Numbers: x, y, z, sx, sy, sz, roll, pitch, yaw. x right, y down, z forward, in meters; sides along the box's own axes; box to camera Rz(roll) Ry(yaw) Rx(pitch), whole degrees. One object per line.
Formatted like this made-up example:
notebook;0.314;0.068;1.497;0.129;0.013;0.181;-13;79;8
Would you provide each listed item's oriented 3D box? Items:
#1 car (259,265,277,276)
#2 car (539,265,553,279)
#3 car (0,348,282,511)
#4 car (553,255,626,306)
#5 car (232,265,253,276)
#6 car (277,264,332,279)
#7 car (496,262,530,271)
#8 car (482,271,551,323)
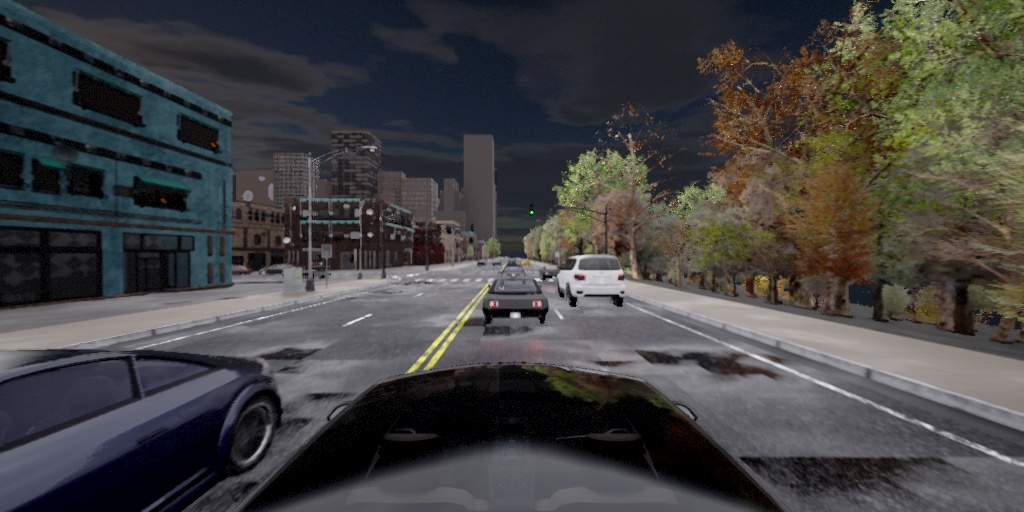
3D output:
car;-28.285;1.663;43.560;4.403;1.370;2.007;0;0;0
car;3.344;1.417;30.508;1.895;1.301;4.718;0;0;0
car;-3.350;1.315;1.965;1.994;1.385;4.181;0;0;0
car;3.349;1.001;16.049;2.150;2.045;5.566;0;-1;0
car;-33.820;1.758;43.566;4.207;1.307;1.802;0;0;0
car;-19.951;1.646;35.049;4.313;1.339;1.948;0;0;0
car;0.097;1.355;26.551;2.033;1.411;5.357;0;0;0
car;0.101;1.375;12.224;1.895;1.301;4.718;0;0;0
